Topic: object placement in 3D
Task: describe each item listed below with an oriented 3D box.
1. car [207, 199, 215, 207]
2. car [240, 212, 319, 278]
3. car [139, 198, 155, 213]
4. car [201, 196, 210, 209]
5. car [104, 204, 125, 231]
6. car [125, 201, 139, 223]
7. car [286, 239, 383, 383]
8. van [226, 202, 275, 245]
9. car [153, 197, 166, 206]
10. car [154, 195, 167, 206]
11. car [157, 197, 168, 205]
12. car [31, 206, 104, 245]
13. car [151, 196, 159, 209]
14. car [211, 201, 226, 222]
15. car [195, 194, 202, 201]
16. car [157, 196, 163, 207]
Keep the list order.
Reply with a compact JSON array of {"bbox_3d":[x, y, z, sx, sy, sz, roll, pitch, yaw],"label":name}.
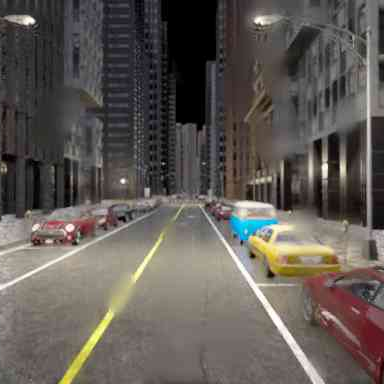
[{"bbox_3d":[2.741,1.672,32.294,1.802,1.307,4.206,0,0,0],"label":"car"},{"bbox_3d":[2.758,1.553,10.056,1.752,1.417,4.829,0,0,0],"label":"car"},{"bbox_3d":[-5.789,1.659,37.873,2.008,1.369,4.403,0,0,0],"label":"car"},{"bbox_3d":[2.728,1.684,49.101,1.887,1.381,4.507,0,0,0],"label":"car"},{"bbox_3d":[-5.776,1.641,21.067,1.802,1.307,4.206,0,0,0],"label":"car"},{"bbox_3d":[-5.780,1.641,26.669,1.947,1.339,4.313,0,0,0],"label":"car"},{"bbox_3d":[2.762,1.594,4.284,1.802,1.307,4.206,0,0,0],"label":"car"},{"bbox_3d":[2.754,1.383,15.489,1.690,1.788,3.998,0,0,0],"label":"van"},{"bbox_3d":[-5.806,1.700,60.110,1.752,1.417,4.829,0,0,0],"label":"car"},{"bbox_3d":[-5.801,1.473,54.679,2.192,1.841,5.009,0,0,0],"label":"car"},{"bbox_3d":[-5.810,1.717,65.712,1.752,1.417,4.829,0,0,0],"label":"car"},{"bbox_3d":[-5.771,1.484,15.467,1.967,1.590,4.097,0,0,0],"label":"car"},{"bbox_3d":[-5.793,1.649,43.304,1.752,1.417,4.829,0,0,0],"label":"car"},{"bbox_3d":[2.745,1.656,26.693,1.802,1.307,4.206,0,0,0],"label":"car"},{"bbox_3d":[2.695,1.716,92.683,1.967,1.590,4.097,0,0,0],"label":"car"},{"bbox_3d":[-5.797,1.686,49.076,1.887,1.381,4.507,0,0,0],"label":"car"}]
